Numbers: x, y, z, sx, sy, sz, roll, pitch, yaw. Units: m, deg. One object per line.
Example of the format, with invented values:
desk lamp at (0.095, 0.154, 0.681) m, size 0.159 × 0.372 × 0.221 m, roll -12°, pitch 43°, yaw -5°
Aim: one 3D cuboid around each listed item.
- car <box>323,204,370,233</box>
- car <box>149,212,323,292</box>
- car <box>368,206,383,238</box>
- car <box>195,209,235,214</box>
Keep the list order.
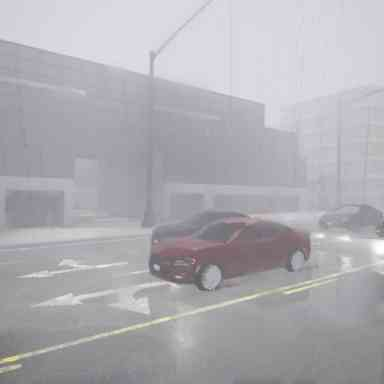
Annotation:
car at (9.284, 1.411, 19.210) m, size 4.674 × 1.442 × 1.812 m, roll -1°, pitch 0°, yaw -36°
car at (1.215, 1.474, 9.158) m, size 5.008 × 1.535 × 1.882 m, roll 0°, pitch 0°, yaw -36°
car at (10.553, 1.459, 15.818) m, size 4.181 × 1.385 × 1.994 m, roll -1°, pitch 1°, yaw -36°
car at (0.784, 1.467, 13.150) m, size 5.008 × 1.535 × 1.882 m, roll 0°, pitch 0°, yaw -36°
